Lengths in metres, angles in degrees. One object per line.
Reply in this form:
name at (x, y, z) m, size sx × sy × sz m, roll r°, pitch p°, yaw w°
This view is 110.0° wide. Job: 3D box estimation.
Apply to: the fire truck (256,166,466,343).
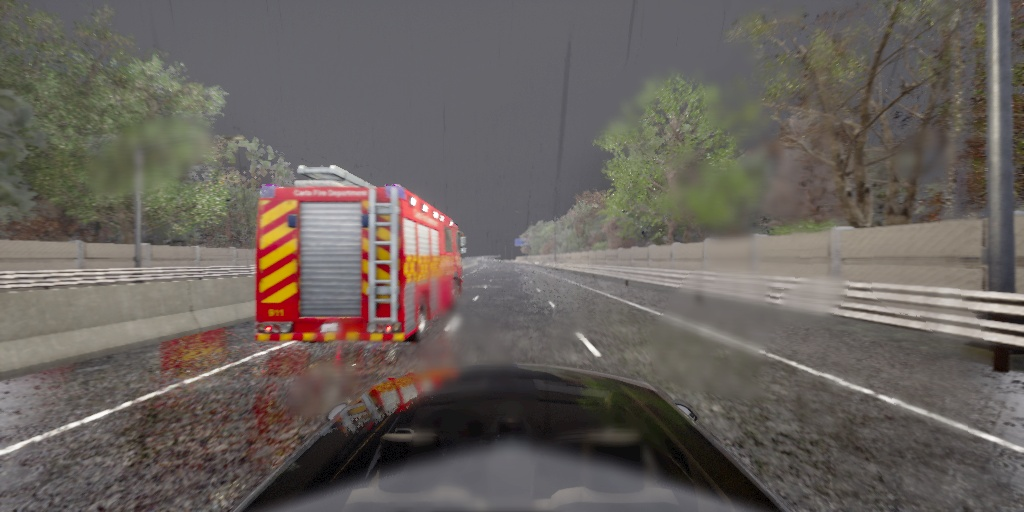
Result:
fire truck at (-3.480, 0.128, 10.913) m, size 2.891 × 3.827 × 8.468 m, roll 0°, pitch -1°, yaw 0°
